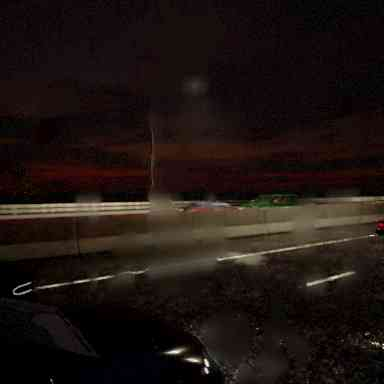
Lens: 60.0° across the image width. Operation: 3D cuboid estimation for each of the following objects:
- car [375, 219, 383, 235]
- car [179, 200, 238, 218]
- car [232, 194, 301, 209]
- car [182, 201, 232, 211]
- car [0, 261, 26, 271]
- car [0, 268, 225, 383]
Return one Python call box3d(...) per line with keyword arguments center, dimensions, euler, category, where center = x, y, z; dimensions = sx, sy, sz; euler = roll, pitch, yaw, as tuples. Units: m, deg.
box3d(center=(10.758, 1.509, 15.716), dimensions=(5.357, 1.411, 2.033), euler=(0, 0, -36), category="car")
box3d(center=(1.600, 1.507, 30.927), dimensions=(5.357, 1.411, 2.033), euler=(0, 0, -35), category="car")
box3d(center=(6.059, 1.180, 25.508), dimensions=(5.566, 2.045, 2.150), euler=(0, 0, -35), category="car")
box3d(center=(1.802, 1.565, 26.771), dimensions=(4.718, 1.301, 1.895), euler=(0, 0, -35), category="car")
box3d(center=(-4.863, 1.481, 4.578), dimensions=(5.008, 1.535, 1.882), euler=(0, 0, -35), category="car")
box3d(center=(-1.743, 1.564, 2.504), dimensions=(4.181, 1.385, 1.994), euler=(0, 0, -35), category="car")
